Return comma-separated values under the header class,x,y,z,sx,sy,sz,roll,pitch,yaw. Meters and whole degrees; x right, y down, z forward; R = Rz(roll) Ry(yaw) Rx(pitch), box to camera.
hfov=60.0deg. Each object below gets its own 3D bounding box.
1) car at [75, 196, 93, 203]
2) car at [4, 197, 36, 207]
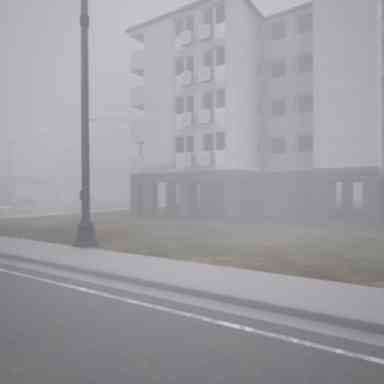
class,x,y,z,sx,sy,sz,roll,pitch,yaw
car,-20.590,1.209,63.614,1.882,1.535,5.008,0,1,3
car,-24.817,1.383,48.044,1.994,1.385,4.181,0,0,25
